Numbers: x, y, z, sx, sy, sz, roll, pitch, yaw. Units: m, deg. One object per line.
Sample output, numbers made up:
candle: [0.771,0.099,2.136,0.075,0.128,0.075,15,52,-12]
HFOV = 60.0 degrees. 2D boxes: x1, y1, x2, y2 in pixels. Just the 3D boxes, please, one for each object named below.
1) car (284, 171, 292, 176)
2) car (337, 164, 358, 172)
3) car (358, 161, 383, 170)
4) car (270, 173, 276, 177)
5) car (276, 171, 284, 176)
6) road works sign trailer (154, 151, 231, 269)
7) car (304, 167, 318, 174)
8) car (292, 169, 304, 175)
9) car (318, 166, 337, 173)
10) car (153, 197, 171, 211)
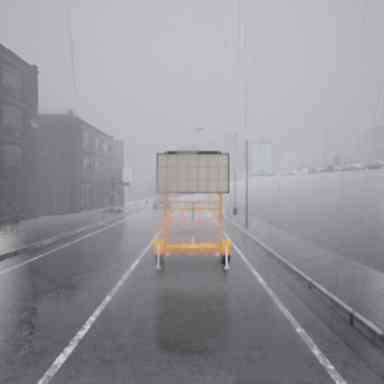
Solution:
car: [22.062,-3.928,71.698,2.002,1.452,4.674,0,1,-3]
car: [24.215,-3.491,49.492,2.002,1.452,4.674,0,1,-7]
car: [25.022,-3.422,44.132,2.231,1.521,4.892,0,1,-9]
car: [21.695,-4.157,82.757,2.231,1.521,4.892,0,1,-1]
car: [21.826,-4.072,77.239,2.231,1.521,4.892,0,1,-1]
road works sign trailer: [0.034,0.446,11.068,2.380,3.560,2.880,0,0,1]
car: [22.888,-3.876,60.656,2.185,1.767,4.553,0,1,-5]
car: [22.417,-3.859,66.161,2.097,1.535,5.008,0,1,-4]
car: [23.510,-3.609,54.965,2.163,1.488,4.792,0,1,-6]
car: [-3.620,1.427,40.197,2.128,1.511,4.902,0,0,0]
